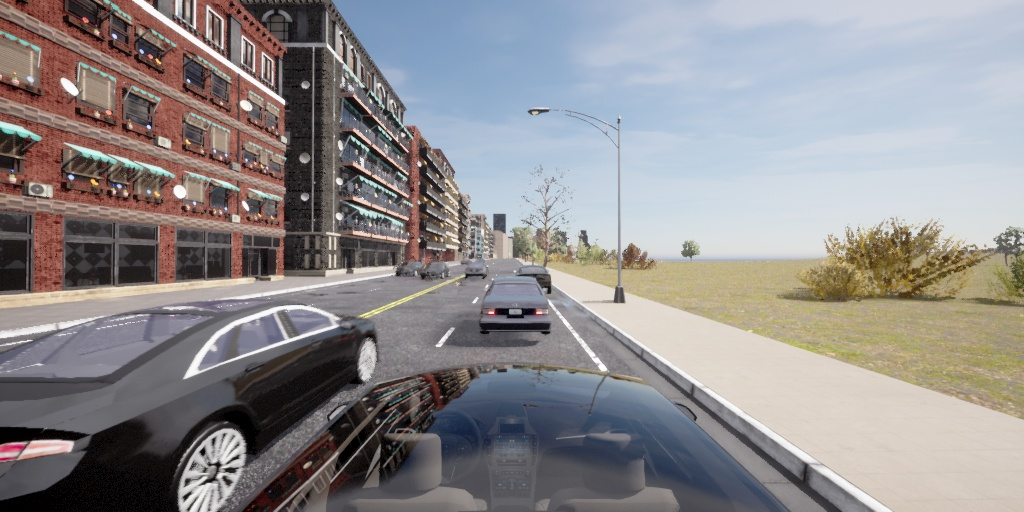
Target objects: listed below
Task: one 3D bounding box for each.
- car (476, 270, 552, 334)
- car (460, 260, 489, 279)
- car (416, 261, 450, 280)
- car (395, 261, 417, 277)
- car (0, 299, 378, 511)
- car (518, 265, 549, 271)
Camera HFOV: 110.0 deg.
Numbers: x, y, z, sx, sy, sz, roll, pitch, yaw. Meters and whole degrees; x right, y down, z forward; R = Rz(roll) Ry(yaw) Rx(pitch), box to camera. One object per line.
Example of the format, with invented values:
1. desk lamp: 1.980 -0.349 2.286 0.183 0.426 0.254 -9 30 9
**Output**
1. car: 0.094 1.299 10.553 2.033 1.411 5.357 0 0 0
2. car: -3.174 1.298 32.813 2.033 1.411 5.357 0 0 0
3. car: -6.628 1.256 31.403 1.837 1.490 4.892 0 0 0
4. car: -9.882 1.256 35.001 1.837 1.490 4.892 0 0 0
5. car: -3.153 1.241 4.113 2.128 1.511 4.902 0 0 0
6. car: 1.120 1.230 20.316 1.882 1.535 5.008 0 0 0
